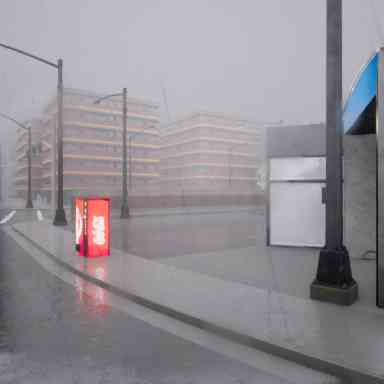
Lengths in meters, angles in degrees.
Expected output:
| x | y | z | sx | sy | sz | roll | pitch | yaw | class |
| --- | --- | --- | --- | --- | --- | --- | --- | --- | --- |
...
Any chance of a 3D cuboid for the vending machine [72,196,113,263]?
| x | y | z | sx | sy | sz | roll | pitch | yaw | class |
| --- | --- | --- | --- | --- | --- | --- | --- | --- | --- |
| -3.349 | 1.195 | 11.238 | 1.100 | 2.100 | 0.880 | 0 | 0 | -36 | vending machine |
